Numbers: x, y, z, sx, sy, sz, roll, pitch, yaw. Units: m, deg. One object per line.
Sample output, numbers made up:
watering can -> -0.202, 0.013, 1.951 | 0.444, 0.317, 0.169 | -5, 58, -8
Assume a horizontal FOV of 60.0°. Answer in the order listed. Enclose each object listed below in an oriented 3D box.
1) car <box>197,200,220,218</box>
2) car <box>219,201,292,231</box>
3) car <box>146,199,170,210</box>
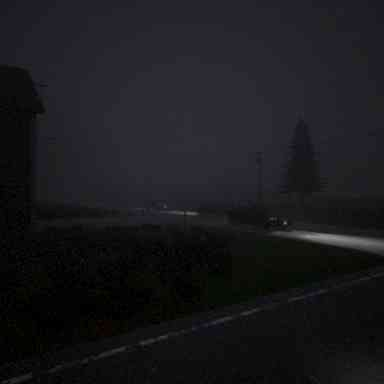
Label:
car -> 2.266, 1.542, 31.368 | 2.128, 1.511, 4.902 | 0, 0, -31
car -> 4.185, 1.532, 21.347 | 2.128, 1.511, 4.902 | 0, 0, -30
car -> -4.416, 1.578, 42.816 | 1.812, 1.442, 4.674 | 0, 0, -30
